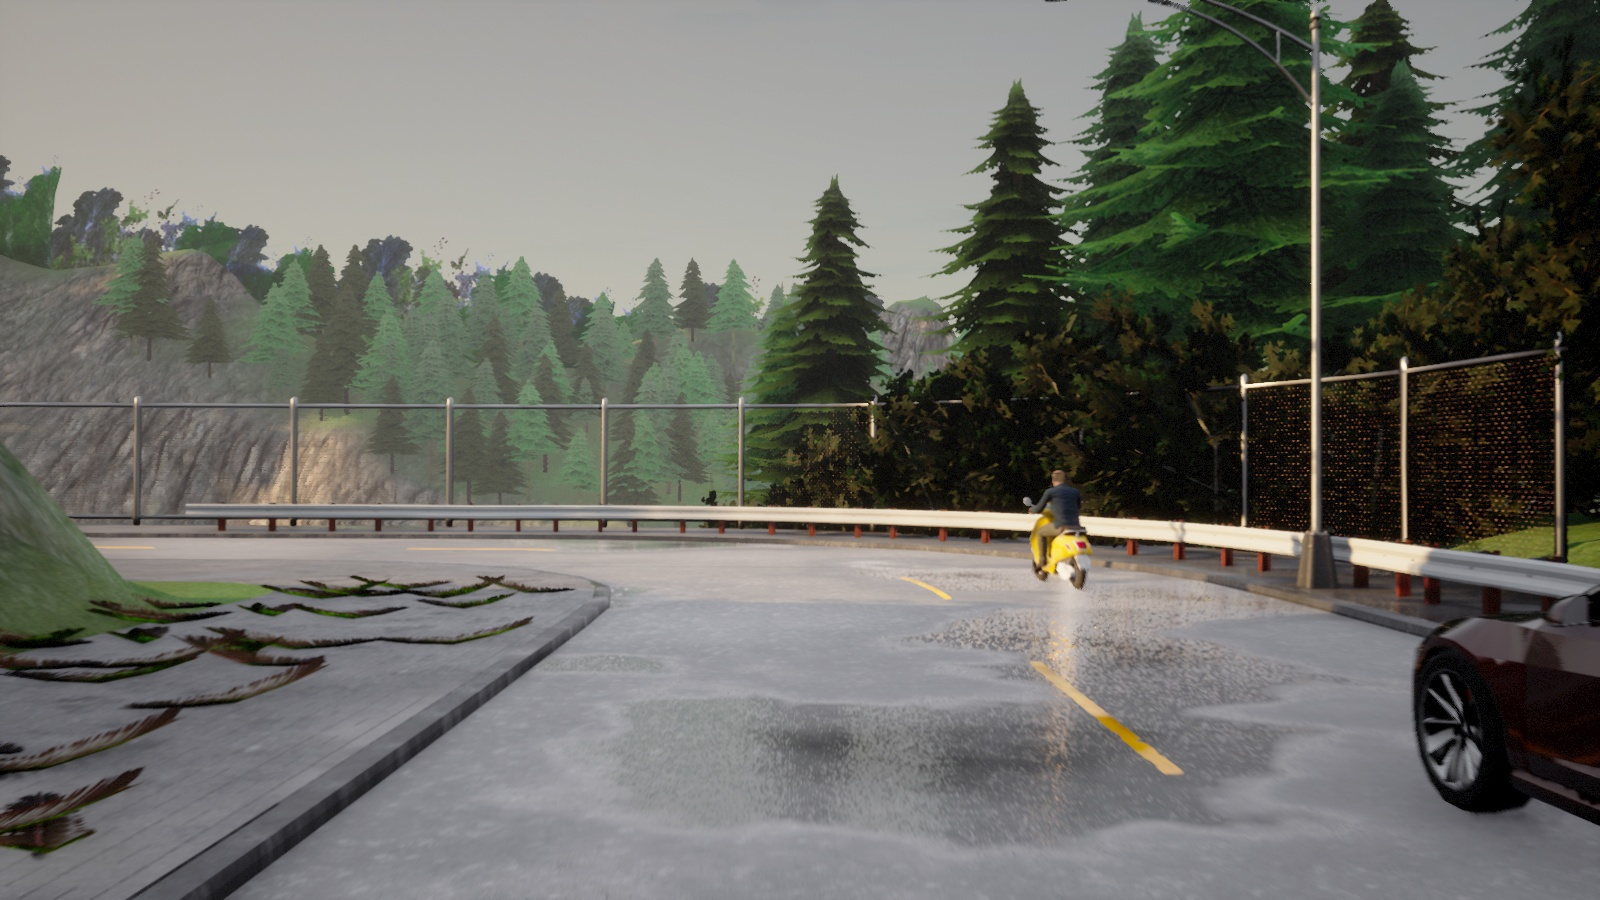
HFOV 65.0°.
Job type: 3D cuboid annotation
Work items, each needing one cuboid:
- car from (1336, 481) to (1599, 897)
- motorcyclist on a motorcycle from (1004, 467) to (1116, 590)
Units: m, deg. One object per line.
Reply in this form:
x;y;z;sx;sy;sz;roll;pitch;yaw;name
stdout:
3.986;0.872;4.382;2.163;1.488;4.792;0;-1;0;car
3.570;1.047;17.428;0.866;1.590;1.817;-1;-1;-11;motorcyclist on a motorcycle
